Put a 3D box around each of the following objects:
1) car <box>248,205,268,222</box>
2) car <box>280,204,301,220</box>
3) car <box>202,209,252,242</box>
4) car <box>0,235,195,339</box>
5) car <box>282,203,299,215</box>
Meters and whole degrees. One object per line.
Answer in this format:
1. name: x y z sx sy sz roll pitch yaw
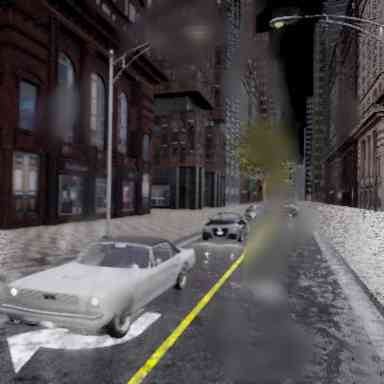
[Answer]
1. car: 6.256 1.983 32.149 2.128 1.511 4.902 1 -1 17
2. car: 10.492 2.097 35.318 1.837 1.490 4.892 1 -1 17
3. car: 1.880 1.815 17.946 1.994 1.385 4.181 1 -1 15
4. car: -1.451 1.668 6.988 1.895 1.301 4.718 1 -1 17
5. car: 13.480 2.318 45.295 2.033 1.411 5.357 1 -1 17
